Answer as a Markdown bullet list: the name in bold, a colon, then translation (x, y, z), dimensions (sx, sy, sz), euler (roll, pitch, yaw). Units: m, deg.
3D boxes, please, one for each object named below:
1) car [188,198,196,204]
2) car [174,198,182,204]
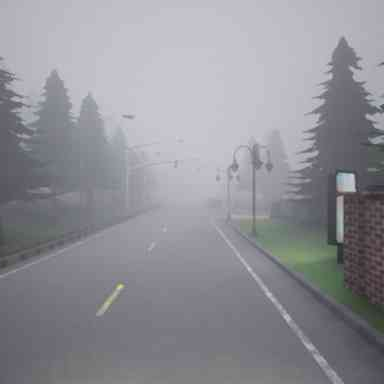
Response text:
- **car**: translation (-0.013, 2.096, 81.555), dimensions (1.882, 1.535, 5.008), euler (0, -1, 0)
- **car**: translation (-3.514, 2.263, 83.985), dimensions (1.882, 1.535, 5.008), euler (0, -1, 0)
